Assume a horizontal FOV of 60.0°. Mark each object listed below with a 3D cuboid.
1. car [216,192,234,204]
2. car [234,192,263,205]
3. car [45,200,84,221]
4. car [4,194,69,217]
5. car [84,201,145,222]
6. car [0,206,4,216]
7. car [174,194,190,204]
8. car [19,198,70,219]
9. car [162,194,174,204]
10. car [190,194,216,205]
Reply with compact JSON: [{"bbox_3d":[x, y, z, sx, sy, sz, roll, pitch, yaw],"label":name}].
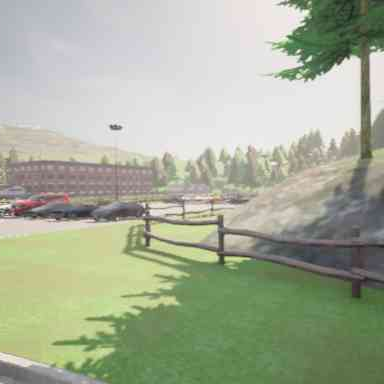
[{"bbox_3d":[5.937,0.860,48.719,2.097,1.767,4.553,-1,1,35],"label":"car"},{"bbox_3d":[8.068,0.973,45.641,1.882,1.535,5.008,-1,0,35],"label":"car"},{"bbox_3d":[-8.931,1.541,26.807,1.895,1.301,4.718,-1,1,34],"label":"car"},{"bbox_3d":[-14.168,1.218,31.569,2.150,2.045,5.566,-1,0,34],"label":"car"},{"bbox_3d":[-5.563,1.417,25.530,1.812,1.442,4.674,-1,1,34],"label":"car"},{"bbox_3d":[-17.232,1.561,33.272,1.812,1.442,4.674,-1,1,34],"label":"car"},{"bbox_3d":[-0.346,1.119,51.934,1.812,1.442,4.674,-1,0,35],"label":"car"},{"bbox_3d":[-11.684,1.519,28.988,2.033,1.411,5.357,-1,1,34],"label":"car"},{"bbox_3d":[-2.951,1.127,54.322,1.837,1.490,4.892,-1,0,35],"label":"car"},{"bbox_3d":[2.283,1.044,49.582,1.882,1.535,5.008,-1,0,35],"label":"car"}]
